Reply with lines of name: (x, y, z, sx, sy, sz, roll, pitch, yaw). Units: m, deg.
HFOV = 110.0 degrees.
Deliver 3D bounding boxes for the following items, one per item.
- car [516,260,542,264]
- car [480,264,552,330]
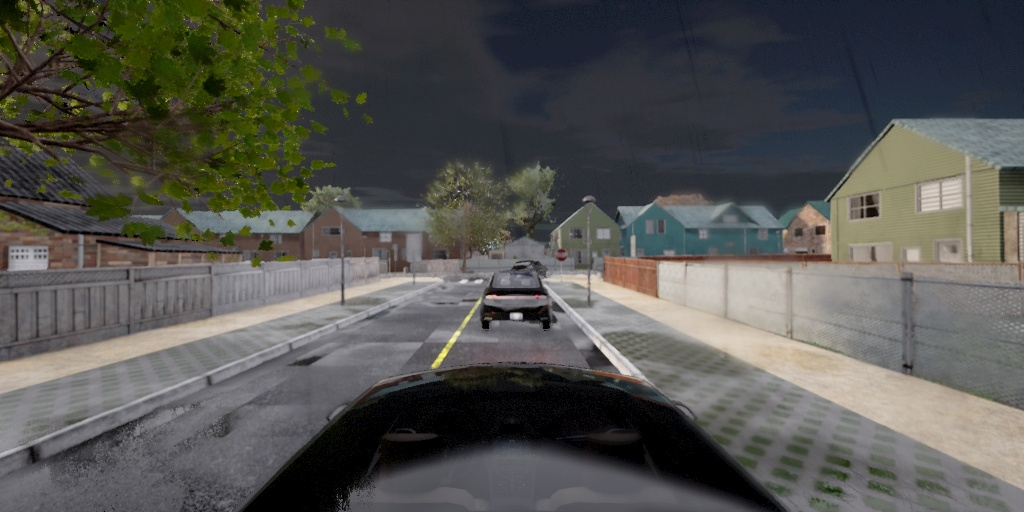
car: (1.407, 1.065, 27.007, 1.837, 1.490, 4.892, -3, 0, 22)
car: (0.108, 1.178, 10.842, 2.128, 1.511, 4.902, 0, 0, 0)
